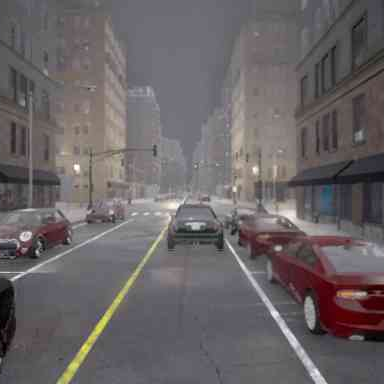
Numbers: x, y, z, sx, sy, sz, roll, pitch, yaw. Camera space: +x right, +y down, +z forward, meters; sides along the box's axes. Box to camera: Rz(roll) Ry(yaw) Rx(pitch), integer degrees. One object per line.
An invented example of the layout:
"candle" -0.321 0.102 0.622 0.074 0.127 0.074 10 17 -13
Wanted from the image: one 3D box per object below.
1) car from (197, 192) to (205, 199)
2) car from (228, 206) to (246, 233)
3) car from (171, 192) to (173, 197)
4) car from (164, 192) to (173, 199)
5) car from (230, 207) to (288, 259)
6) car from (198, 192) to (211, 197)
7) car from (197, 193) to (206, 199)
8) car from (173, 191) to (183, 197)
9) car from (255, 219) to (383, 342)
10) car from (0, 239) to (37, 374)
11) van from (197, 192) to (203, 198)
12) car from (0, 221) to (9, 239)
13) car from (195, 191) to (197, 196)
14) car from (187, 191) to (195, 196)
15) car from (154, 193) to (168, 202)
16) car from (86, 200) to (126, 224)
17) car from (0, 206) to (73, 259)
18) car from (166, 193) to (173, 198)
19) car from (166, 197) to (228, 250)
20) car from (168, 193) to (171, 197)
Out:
"car" 2.263 0.926 88.916 1.967 1.590 4.097 0 0 -1
"car" 2.672 1.429 17.457 2.008 1.369 4.403 0 0 0
"car" -6.156 1.111 77.827 1.802 1.307 4.206 0 0 -1
"car" -6.261 0.926 88.842 1.967 1.590 4.097 0 0 -1
"car" 2.674 1.460 11.965 1.887 1.381 4.507 0 0 0
"car" 2.529 1.153 61.382 1.887 1.381 4.507 0 0 -1
"car" 2.316 0.947 83.410 1.967 1.590 4.097 0 0 -1
"car" -3.307 1.067 78.313 2.033 1.411 5.357 0 0 -1
"car" 2.676 1.498 6.474 1.887 1.381 4.507 0 0 0
"car" -3.100 1.462 2.060 1.882 1.535 5.008 0 0 0
"van" 2.211 0.808 94.423 1.690 1.788 3.998 0 0 -1
"car" -5.852 1.504 6.464 2.008 1.369 4.403 0 0 0
"car" 2.370 0.844 77.902 2.192 1.841 5.009 0 0 -1
"car" -0.408 1.073 88.878 1.895 1.301 4.718 0 0 -1
"car" -5.996 1.158 61.304 2.008 1.369 4.403 0 0 -1
"car" -5.854 1.281 22.942 1.967 1.590 4.097 0 0 0
"car" -5.852 1.355 11.956 1.967 1.590 4.097 0 0 0
"car" -6.315 1.049 94.350 1.802 1.307 4.206 0 0 -1
"car" 0.093 1.255 13.945 2.097 1.767 4.553 0 0 -1
"car" -6.102 1.098 72.319 1.887 1.381 4.507 0 0 -1
